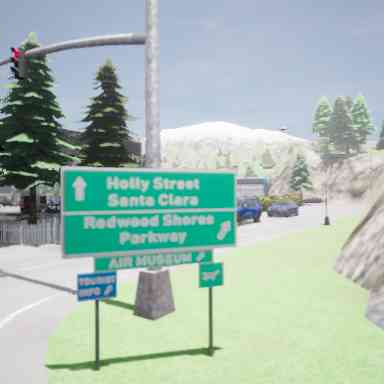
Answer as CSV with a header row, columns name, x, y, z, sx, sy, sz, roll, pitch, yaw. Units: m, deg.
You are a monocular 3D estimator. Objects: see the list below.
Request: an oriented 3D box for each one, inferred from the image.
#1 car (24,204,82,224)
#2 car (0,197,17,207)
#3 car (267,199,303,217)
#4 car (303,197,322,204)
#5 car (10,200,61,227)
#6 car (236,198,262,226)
name,x,y,z,sx,sy,sz,roll,pitch,yaw
car,-13.240,2.015,31.942,2.242,1.667,4.611,-1,0,35
car,-37.395,2.316,69.033,4.514,1.523,2.007,-1,0,35
car,9.634,1.690,35.133,2.097,1.767,4.553,-1,0,36
car,27.146,1.974,76.088,4.902,1.511,2.128,-1,0,35
car,-11.132,1.781,25.130,1.905,1.878,3.866,-1,0,35
car,3.710,1.560,26.984,2.150,2.045,5.566,-1,0,36
